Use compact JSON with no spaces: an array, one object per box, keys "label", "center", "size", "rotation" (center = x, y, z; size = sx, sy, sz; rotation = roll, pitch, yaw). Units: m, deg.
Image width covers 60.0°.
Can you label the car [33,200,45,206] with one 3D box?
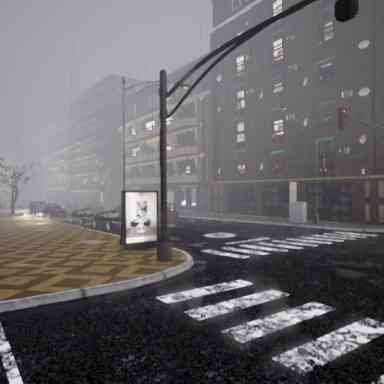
[{"label":"car","center":[-37.851,2.793,82.241],"size":[1.887,1.381,4.507],"rotation":[-2,0,-36]}]

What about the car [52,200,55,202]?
[{"label":"car","center":[-25.375,2.466,60.589],"size":[1.994,1.385,4.181],"rotation":[-1,-1,-36]}]

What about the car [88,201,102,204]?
[{"label":"car","center":[-15.001,2.114,50.657],"size":[1.967,1.590,4.097],"rotation":[-2,0,-36]}]

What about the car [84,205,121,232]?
[{"label":"car","center":[-5.576,1.886,23.105],"size":[2.008,1.369,4.403],"rotation":[-2,0,-36]}]

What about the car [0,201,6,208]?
[{"label":"car","center":[-44.641,2.860,77.330],"size":[1.887,1.381,4.507],"rotation":[-2,0,-36]}]

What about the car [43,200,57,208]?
[{"label":"car","center":[-31.326,2.523,73.216],"size":[1.967,1.590,4.097],"rotation":[-2,0,-36]}]

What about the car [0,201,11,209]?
[{"label":"car","center":[-38.113,2.701,68.305],"size":[2.008,1.369,4.403],"rotation":[-2,0,-36]}]

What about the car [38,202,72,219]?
[{"label":"car","center":[-14.916,2.113,36.094],"size":[1.887,1.381,4.507],"rotation":[-2,0,-36]}]

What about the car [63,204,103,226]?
[{"label":"car","center":[-8.840,1.967,27.617],"size":[2.008,1.369,4.403],"rotation":[-2,0,-36]}]

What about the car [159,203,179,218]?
[{"label":"car","center":[-3.154,1.820,34.492],"size":[1.967,1.590,4.097],"rotation":[-2,0,-36]}]

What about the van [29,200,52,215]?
[{"label":"van","center":[-19.834,2.033,42.982],"size":[1.690,1.788,3.998],"rotation":[-2,0,-36]}]

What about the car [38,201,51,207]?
[{"label":"car","center":[-34.586,2.731,77.728],"size":[1.947,1.339,4.313],"rotation":[-2,0,-36]}]

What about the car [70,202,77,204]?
[{"label":"car","center":[-21.530,2.420,59.679],"size":[1.802,1.307,4.206],"rotation":[-2,0,-36]}]
